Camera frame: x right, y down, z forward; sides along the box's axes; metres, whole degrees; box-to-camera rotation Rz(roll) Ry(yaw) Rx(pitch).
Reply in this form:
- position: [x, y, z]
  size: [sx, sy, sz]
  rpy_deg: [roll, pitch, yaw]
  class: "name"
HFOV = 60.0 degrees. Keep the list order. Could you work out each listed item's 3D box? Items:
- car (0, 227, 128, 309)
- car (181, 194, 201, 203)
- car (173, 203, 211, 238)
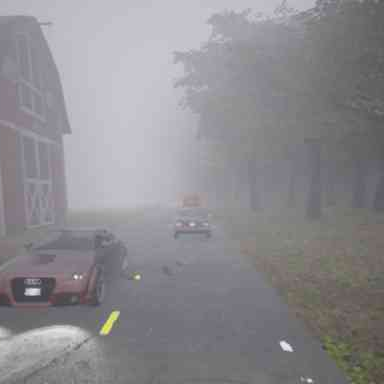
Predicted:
- position: [-2.787, 1.549, 7.798]
  size: [1.994, 1.385, 4.181]
  rpy_deg: [0, 0, 0]
  class: "car"
- position: [-0.096, 1.280, 39.315]
  size: [2.150, 2.045, 5.566]
  rpy_deg: [0, 0, 0]
  class: "car"
- position: [0.001, 1.504, 17.429]
  size: [2.033, 1.411, 5.357]
  rpy_deg: [0, 0, 0]
  class: "car"
